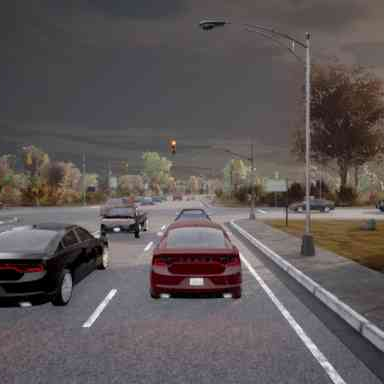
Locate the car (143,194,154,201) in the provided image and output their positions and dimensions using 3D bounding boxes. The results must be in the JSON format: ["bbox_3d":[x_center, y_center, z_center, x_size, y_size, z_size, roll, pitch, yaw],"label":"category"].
[{"bbox_3d":[-10.754,1.352,82.232,2.097,1.767,4.553,0,0,0],"label":"car"}]

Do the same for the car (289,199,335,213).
[{"bbox_3d":[13.267,1.503,36.912,4.892,1.490,1.837,0,0,3],"label":"car"}]

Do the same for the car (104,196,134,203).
[{"bbox_3d":[-7.195,1.351,31.420,2.097,1.767,4.553,0,0,0],"label":"car"}]

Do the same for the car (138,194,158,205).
[{"bbox_3d":[-7.259,1.523,55.347,1.812,1.442,4.674,0,0,0],"label":"car"}]

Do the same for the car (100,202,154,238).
[{"bbox_3d":[-3.445,1.491,17.527,2.128,1.511,4.902,0,0,-1],"label":"car"}]

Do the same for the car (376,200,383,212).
[{"bbox_3d":[23.265,1.210,36.401,5.566,2.045,2.150,0,0,3],"label":"car"}]

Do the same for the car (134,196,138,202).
[{"bbox_3d":[-10.753,1.475,54.955,1.882,1.535,5.008,0,0,0],"label":"car"}]

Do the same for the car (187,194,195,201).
[{"bbox_3d":[-0.262,1.345,85.711,2.097,1.767,4.553,0,0,0],"label":"car"}]

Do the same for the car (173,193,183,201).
[{"bbox_3d":[-3.761,1.214,85.344,2.150,2.045,5.566,0,0,0],"label":"car"}]

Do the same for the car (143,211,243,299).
[{"bbox_3d":[0.076,1.477,8.518,1.882,1.535,5.008,0,0,0],"label":"car"}]

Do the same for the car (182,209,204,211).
[{"bbox_3d":[0.049,1.563,17.507,1.994,1.385,4.181,0,0,0],"label":"car"}]

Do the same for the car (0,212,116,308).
[{"bbox_3d":[-3.422,1.477,8.041,1.882,1.535,5.008,0,0,0],"label":"car"}]

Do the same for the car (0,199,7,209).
[{"bbox_3d":[-26.307,1.503,42.444,4.892,1.490,1.837,0,0,4],"label":"car"}]

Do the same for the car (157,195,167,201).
[{"bbox_3d":[-7.252,1.536,81.369,2.033,1.411,5.357,0,0,0],"label":"car"}]

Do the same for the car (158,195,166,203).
[{"bbox_3d":[-7.214,1.544,69.231,2.033,1.411,5.357,0,0,0],"label":"car"}]
